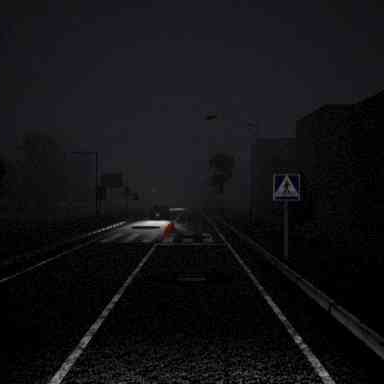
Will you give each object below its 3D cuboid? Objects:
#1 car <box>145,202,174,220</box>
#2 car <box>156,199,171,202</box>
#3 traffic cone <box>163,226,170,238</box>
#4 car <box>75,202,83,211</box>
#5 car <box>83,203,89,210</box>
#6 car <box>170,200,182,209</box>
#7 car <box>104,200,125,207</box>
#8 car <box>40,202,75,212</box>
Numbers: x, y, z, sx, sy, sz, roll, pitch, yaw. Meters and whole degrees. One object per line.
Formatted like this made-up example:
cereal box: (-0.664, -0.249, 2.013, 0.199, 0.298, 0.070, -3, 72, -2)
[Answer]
car: (-3.304, 2.041, 34.469, 2.128, 1.511, 4.902, 0, -1, 0)
car: (-8.646, 3.324, 94.265, 4.892, 1.521, 2.231, 0, -1, 0)
traffic cone: (-1.369, 2.138, 17.774, 0.340, 0.580, 0.340, 0, -1, 0)
car: (-21.849, 2.481, 56.644, 4.892, 1.521, 2.231, 0, -1, 0)
car: (-21.849, 2.551, 59.917, 5.008, 1.535, 2.097, 0, -1, 0)
car: (-3.107, 2.882, 73.262, 2.128, 1.511, 4.902, 0, -1, 0)
car: (-21.735, 3.252, 91.543, 5.008, 1.535, 2.097, 0, -1, 0)
car: (-21.862, 2.448, 53.368, 4.674, 1.452, 2.002, 0, -1, 0)
